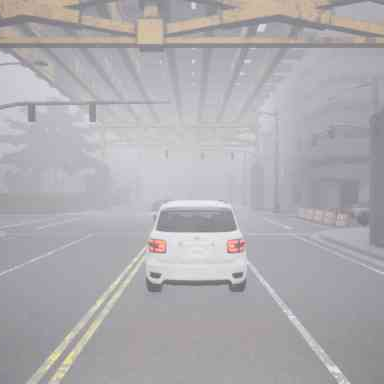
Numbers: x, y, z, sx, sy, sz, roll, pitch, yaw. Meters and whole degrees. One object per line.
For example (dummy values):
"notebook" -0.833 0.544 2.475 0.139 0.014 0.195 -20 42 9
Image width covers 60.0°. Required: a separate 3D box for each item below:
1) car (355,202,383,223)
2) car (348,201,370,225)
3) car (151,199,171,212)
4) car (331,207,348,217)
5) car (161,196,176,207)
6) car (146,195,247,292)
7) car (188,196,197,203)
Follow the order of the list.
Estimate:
"car" 13.318 1.295 22.118 4.536 1.218 1.853 0 0 -20
"car" 13.270 1.453 22.100 4.974 1.542 2.038 0 0 -20
"car" -3.585 1.564 38.819 1.994 1.385 4.181 0 0 -1
"car" 13.645 1.295 26.237 4.536 1.218 1.853 0 0 25
"car" -3.569 1.478 50.524 1.882 1.535 5.008 0 0 0
"car" 0.082 1.221 9.051 2.150 2.045 5.566 0 0 0
"car" 0.124 1.526 68.171 1.812 1.442 4.674 0 0 0
